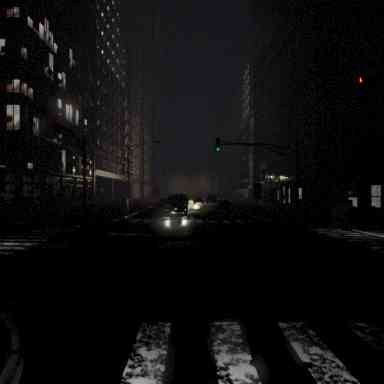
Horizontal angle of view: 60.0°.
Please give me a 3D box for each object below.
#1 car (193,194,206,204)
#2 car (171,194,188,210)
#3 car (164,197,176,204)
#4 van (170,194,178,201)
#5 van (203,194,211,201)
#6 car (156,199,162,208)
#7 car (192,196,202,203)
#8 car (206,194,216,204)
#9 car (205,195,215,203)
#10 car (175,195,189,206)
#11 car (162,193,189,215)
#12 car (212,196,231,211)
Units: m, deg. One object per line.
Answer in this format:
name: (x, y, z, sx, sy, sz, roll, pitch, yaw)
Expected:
car: (1.255, 1.540, 62.973, 1.812, 1.442, 4.674, 0, 0, -1)
car: (-1.586, 1.244, 44.208, 2.150, 2.045, 5.566, 0, 0, 0)
car: (-4.151, 1.579, 63.822, 1.947, 1.339, 4.313, 0, 0, 0)
van: (-4.235, 1.341, 80.405, 1.690, 1.788, 3.998, 0, 0, 0)
van: (3.645, 1.341, 80.445, 1.690, 1.788, 3.998, 0, 0, 0)
car: (-4.067, 1.604, 47.239, 1.802, 1.307, 4.206, 0, 0, 0)
car: (1.127, 1.546, 73.280, 2.033, 1.411, 5.357, 0, 0, 0)
car: (3.729, 1.329, 63.862, 2.192, 1.841, 5.009, 0, 0, 0)
car: (3.701, 1.449, 69.390, 1.967, 1.590, 4.097, 0, 0, 0)
car: (-1.626, 1.371, 56.005, 2.097, 1.767, 4.553, 0, 0, 0)
car: (-1.535, 1.247, 33.927, 2.150, 2.045, 5.566, 0, 0, 0)
car: (3.891, 1.589, 41.753, 1.947, 1.339, 4.313, 0, 0, 0)
